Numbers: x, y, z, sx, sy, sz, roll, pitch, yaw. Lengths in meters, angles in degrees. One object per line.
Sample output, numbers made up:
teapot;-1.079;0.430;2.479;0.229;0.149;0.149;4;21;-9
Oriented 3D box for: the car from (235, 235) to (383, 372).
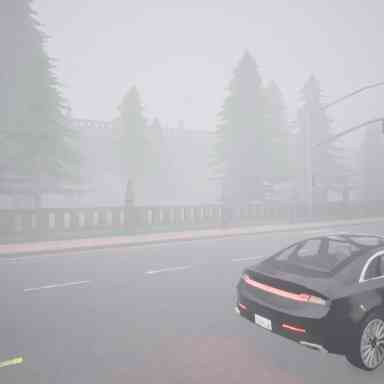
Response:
car;2.990;1.492;5.651;4.902;1.511;2.128;0;0;-32
